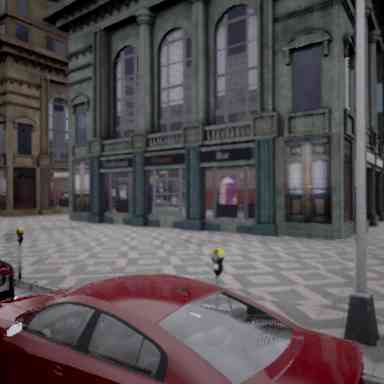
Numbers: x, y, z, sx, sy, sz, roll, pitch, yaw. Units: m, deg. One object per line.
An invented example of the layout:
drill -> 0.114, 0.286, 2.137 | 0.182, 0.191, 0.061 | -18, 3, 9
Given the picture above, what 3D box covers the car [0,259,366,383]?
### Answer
car -> -0.677, 1.560, 3.442 | 4.507, 1.381, 1.887 | 0, 0, 35
